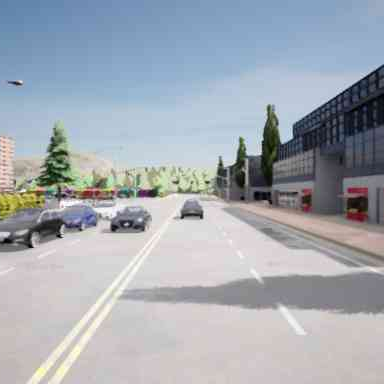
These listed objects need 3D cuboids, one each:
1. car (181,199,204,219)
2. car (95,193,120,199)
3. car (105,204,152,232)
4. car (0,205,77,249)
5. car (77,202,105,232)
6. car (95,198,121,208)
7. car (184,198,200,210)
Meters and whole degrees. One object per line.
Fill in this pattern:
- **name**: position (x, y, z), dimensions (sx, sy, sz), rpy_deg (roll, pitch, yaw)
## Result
- **car**: position (0.018, 1.561, 29.199), dimensions (1.994, 1.385, 4.181), rpy_deg (0, 0, 0)
- **car**: position (-21.621, 1.160, 85.074), dimensions (4.605, 1.855, 1.932), rpy_deg (0, 0, 0)
- **car**: position (-3.538, 1.566, 19.964), dimensions (1.994, 1.385, 4.181), rpy_deg (0, 0, 0)
- **car**: position (-7.117, 1.494, 14.713), dimensions (2.128, 1.511, 4.902), rpy_deg (0, 0, 0)
- **car**: position (-7.035, 1.549, 20.368), dimensions (1.812, 1.442, 4.674), rpy_deg (0, 0, 0)
- **car**: position (-7.088, 1.529, 27.170), dimensions (1.812, 1.442, 4.674), rpy_deg (0, 0, 0)
- **car**: position (-0.017, 1.559, 43.980), dimensions (1.994, 1.385, 4.181), rpy_deg (0, 0, 0)
